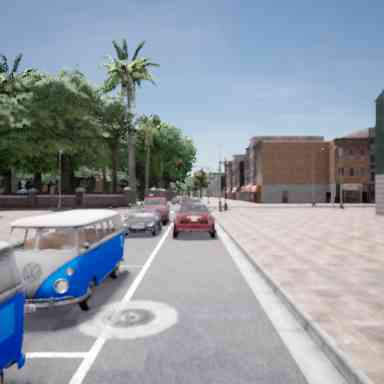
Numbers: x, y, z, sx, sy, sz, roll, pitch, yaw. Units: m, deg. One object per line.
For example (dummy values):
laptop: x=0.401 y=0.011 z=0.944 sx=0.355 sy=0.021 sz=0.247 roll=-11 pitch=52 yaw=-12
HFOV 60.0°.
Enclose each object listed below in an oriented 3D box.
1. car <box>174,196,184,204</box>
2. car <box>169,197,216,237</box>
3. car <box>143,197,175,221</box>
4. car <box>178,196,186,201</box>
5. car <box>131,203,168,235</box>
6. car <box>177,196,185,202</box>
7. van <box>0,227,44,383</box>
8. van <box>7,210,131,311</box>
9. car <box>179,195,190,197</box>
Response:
car: x=-2.641 y=1.528 z=67.663 sx=1.967 sy=1.590 sz=4.097 roll=0 pitch=0 yaw=0
car: x=0.100 y=1.341 z=17.972 sx=2.097 sy=1.767 sz=4.553 roll=0 pitch=0 yaw=0
car: x=-2.639 y=1.304 z=23.826 sx=2.192 sy=1.841 sz=5.009 roll=0 pitch=0 yaw=0
car: x=-2.642 y=1.752 z=90.417 sx=2.008 sy=1.369 sz=4.403 roll=0 pitch=0 yaw=0
car: x=-2.638 y=1.540 z=18.362 sx=2.008 sy=1.369 sz=4.403 roll=0 pitch=0 yaw=0
car: x=-2.642 y=1.721 z=79.040 sx=1.802 sy=1.307 sz=4.206 roll=0 pitch=0 yaw=0
van: x=-2.638 y=1.340 z=1.969 sx=1.690 sy=1.788 sz=3.998 roll=0 pitch=0 yaw=0
van: x=-2.638 y=1.336 z=7.434 sx=1.690 sy=1.788 sz=3.998 roll=0 pitch=0 yaw=0
car: x=0.074 y=1.345 z=30.675 sx=2.097 sy=1.767 sz=4.553 roll=0 pitch=0 yaw=-1
